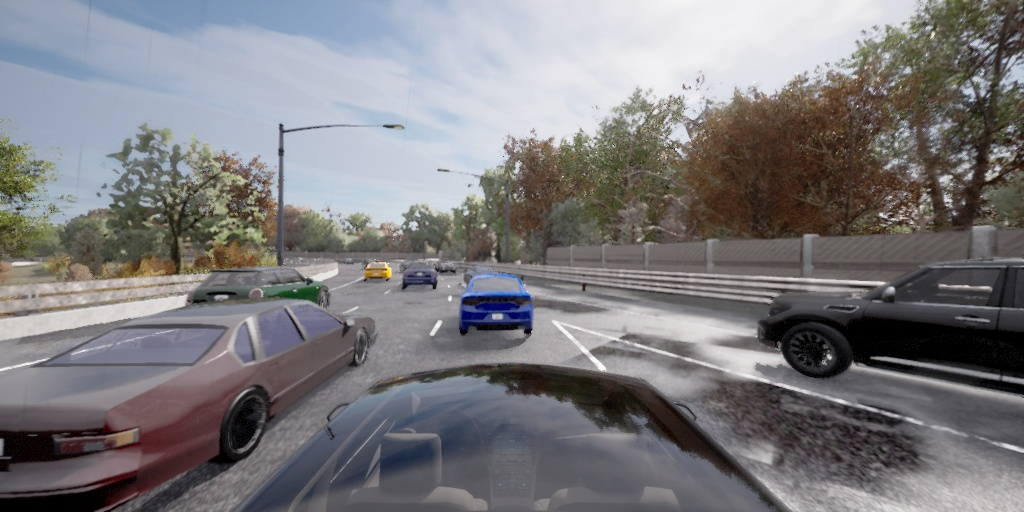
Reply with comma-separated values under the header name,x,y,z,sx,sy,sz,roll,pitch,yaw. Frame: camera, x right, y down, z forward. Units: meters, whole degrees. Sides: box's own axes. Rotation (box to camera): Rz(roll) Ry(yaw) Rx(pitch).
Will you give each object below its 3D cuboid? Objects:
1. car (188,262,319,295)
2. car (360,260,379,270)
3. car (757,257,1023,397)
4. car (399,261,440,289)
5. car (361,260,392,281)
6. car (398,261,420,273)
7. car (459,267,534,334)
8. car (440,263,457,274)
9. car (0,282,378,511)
name,x,y,z,sx,sy,sz,roll,pitch,yaw
car,-7.573,1.104,11.232,2.097,1.767,4.553,0,0,-5
car,-21.947,1.342,55.075,1.837,1.490,4.892,1,0,-31
car,6.784,1.019,4.993,2.150,2.045,5.566,0,0,-31
car,-6.054,1.155,23.892,2.097,1.767,4.553,0,0,-12
car,-11.277,1.279,30.372,1.882,1.535,5.008,0,0,-16
car,-13.407,1.393,46.317,2.033,1.411,5.357,0,0,-24
car,-0.528,1.261,10.793,1.882,1.535,5.008,0,0,-4
car,-7.862,1.457,42.069,1.895,1.301,4.718,0,0,-21
car,-3.551,1.297,4.835,2.033,1.411,5.357,0,0,-2
